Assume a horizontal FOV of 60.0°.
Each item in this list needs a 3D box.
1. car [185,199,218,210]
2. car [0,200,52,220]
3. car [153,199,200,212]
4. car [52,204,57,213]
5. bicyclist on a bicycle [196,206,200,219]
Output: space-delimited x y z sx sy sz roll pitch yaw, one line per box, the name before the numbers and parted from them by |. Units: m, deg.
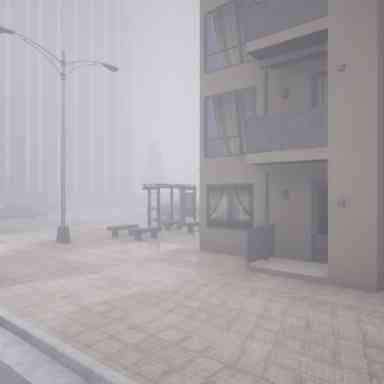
car | 1.375 1.653 45.792 1.895 1.301 4.718 0 0 40
car | -14.555 1.599 26.818 2.033 1.411 5.357 0 0 40
car | -1.433 1.601 31.333 2.033 1.411 5.357 0 0 40
car | -15.318 1.557 31.363 1.837 1.490 4.892 0 0 40
bicyclist on a bicycle | 0.940 1.355 26.674 1.656 1.620 0.582 0 0 40
